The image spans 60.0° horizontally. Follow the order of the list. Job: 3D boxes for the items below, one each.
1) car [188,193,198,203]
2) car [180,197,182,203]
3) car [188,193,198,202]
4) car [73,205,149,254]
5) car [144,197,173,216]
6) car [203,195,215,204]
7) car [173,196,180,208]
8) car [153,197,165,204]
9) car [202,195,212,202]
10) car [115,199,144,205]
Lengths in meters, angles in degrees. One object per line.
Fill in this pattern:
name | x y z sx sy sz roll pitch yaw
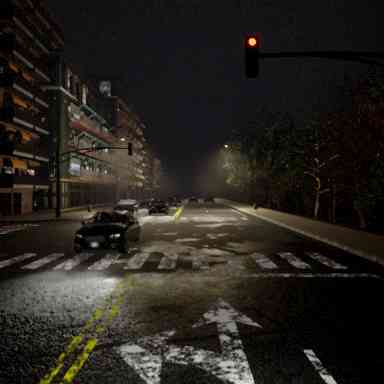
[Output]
car | 0.316 1.509 66.466 2.128 1.511 4.902 0 0 0
car | -3.046 1.526 67.313 1.837 1.490 4.892 0 0 1
car | 0.249 1.250 76.556 2.150 2.045 5.566 0 0 0
car | -3.316 1.530 13.752 2.128 1.511 4.902 0 0 0
car | -3.241 1.507 33.179 1.837 1.490 4.892 0 0 0
car | 3.464 1.522 66.049 1.837 1.490 4.892 0 0 0
car | -3.189 1.513 48.947 1.837 1.490 4.892 0 0 0
car | -6.333 1.617 64.273 1.895 1.301 4.718 0 0 1
car | 3.498 1.495 76.468 2.033 1.411 5.357 0 0 0
car | -6.489 1.494 33.218 2.128 1.511 4.902 0 0 0
